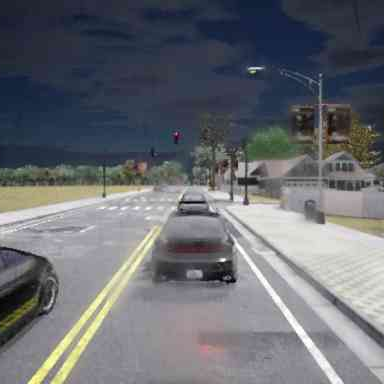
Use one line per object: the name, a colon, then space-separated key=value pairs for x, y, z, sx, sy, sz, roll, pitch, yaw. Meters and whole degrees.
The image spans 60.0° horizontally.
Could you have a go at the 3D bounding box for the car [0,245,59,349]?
car: x=-3.354 y=1.424 z=4.227 sx=1.994 sy=1.385 sz=4.181 roll=0 pitch=2 yaw=0

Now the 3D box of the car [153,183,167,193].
car: x=-6.609 y=-0.608 z=65.988 sx=2.033 sy=1.411 sz=5.357 roll=0 pitch=2 yaw=0

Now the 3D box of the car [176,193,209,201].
car: x=0.043 y=0.830 z=20.439 sx=2.128 sy=1.511 sz=4.902 roll=0 pitch=2 yaw=-2

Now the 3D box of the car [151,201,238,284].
car: x=0.064 y=1.222 z=8.717 sx=1.837 sy=1.490 sz=4.892 roll=0 pitch=2 yaw=0

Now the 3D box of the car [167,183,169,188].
car: x=-6.625 y=-1.538 z=81.241 sx=1.882 sy=1.535 sz=5.008 roll=0 pitch=2 yaw=0
